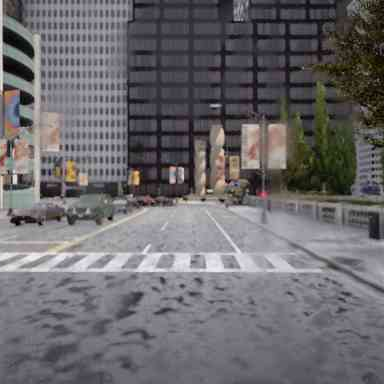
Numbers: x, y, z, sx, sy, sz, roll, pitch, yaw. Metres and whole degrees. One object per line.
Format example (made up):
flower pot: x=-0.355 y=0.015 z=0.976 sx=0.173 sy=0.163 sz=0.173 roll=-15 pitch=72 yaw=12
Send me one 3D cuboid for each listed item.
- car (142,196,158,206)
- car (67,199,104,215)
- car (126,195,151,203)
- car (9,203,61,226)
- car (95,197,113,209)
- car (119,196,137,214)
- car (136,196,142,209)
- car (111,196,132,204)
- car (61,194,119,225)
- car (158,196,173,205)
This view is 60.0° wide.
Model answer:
car: x=-7.569 y=1.476 z=53.487 sx=1.895 sy=1.301 sz=4.718 roll=0 pitch=0 yaw=-25
car: x=-10.604 y=1.469 z=33.562 sx=2.033 sy=1.411 sz=5.357 roll=0 pitch=0 yaw=0
car: x=-10.418 y=1.398 z=64.361 sx=2.033 sy=1.411 sz=5.357 roll=0 pitch=0 yaw=-43
car: x=-10.612 y=1.492 z=23.487 sx=2.033 sy=1.411 sz=5.357 roll=0 pitch=0 yaw=0
car: x=-11.478 y=1.403 z=43.580 sx=1.837 sy=1.490 sz=4.892 roll=0 pitch=0 yaw=-10
car: x=-7.116 y=1.447 z=33.629 sx=1.812 sy=1.442 sz=4.674 roll=0 pitch=0 yaw=0
car: x=-8.033 y=1.444 z=44.245 sx=2.033 sy=1.411 sz=5.357 roll=0 pitch=0 yaw=-10
car: x=-13.144 y=1.419 z=62.166 sx=1.994 sy=1.385 sz=4.181 roll=0 pitch=0 yaw=-43
car: x=-7.119 y=1.165 z=23.993 sx=2.150 sy=2.045 sz=5.566 roll=0 pitch=0 yaw=0
car: x=-4.835 y=1.375 z=55.803 sx=1.837 sy=1.490 sz=4.892 roll=0 pitch=0 yaw=-29
